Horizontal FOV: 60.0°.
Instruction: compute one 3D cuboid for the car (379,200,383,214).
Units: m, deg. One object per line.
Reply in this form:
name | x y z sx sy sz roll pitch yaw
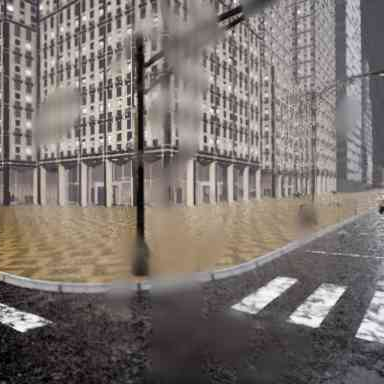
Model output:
car | 16.207 1.027 26.710 1.947 1.339 4.313 1 1 35
